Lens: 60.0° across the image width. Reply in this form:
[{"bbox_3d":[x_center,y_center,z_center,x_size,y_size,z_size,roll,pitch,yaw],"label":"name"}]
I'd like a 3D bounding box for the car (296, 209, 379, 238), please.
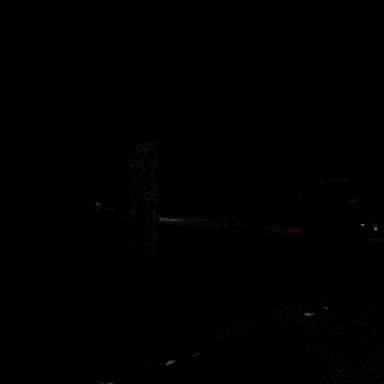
[{"bbox_3d":[8.753,1.836,20.412,2.128,1.511,4.902,-1,-1,-36],"label":"car"}]

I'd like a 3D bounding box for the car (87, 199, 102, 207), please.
[{"bbox_3d":[-19.399,2.197,66.012,1.837,1.490,4.892,-1,1,-36],"label":"car"}]

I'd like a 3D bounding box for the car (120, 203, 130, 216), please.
[{"bbox_3d":[-6.791,2.331,42.106,2.128,1.511,4.902,-1,0,-36],"label":"car"}]

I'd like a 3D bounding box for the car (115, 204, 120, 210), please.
[{"bbox_3d":[-11.012,2.393,54.333,1.895,1.301,4.718,-1,1,-35],"label":"car"}]
